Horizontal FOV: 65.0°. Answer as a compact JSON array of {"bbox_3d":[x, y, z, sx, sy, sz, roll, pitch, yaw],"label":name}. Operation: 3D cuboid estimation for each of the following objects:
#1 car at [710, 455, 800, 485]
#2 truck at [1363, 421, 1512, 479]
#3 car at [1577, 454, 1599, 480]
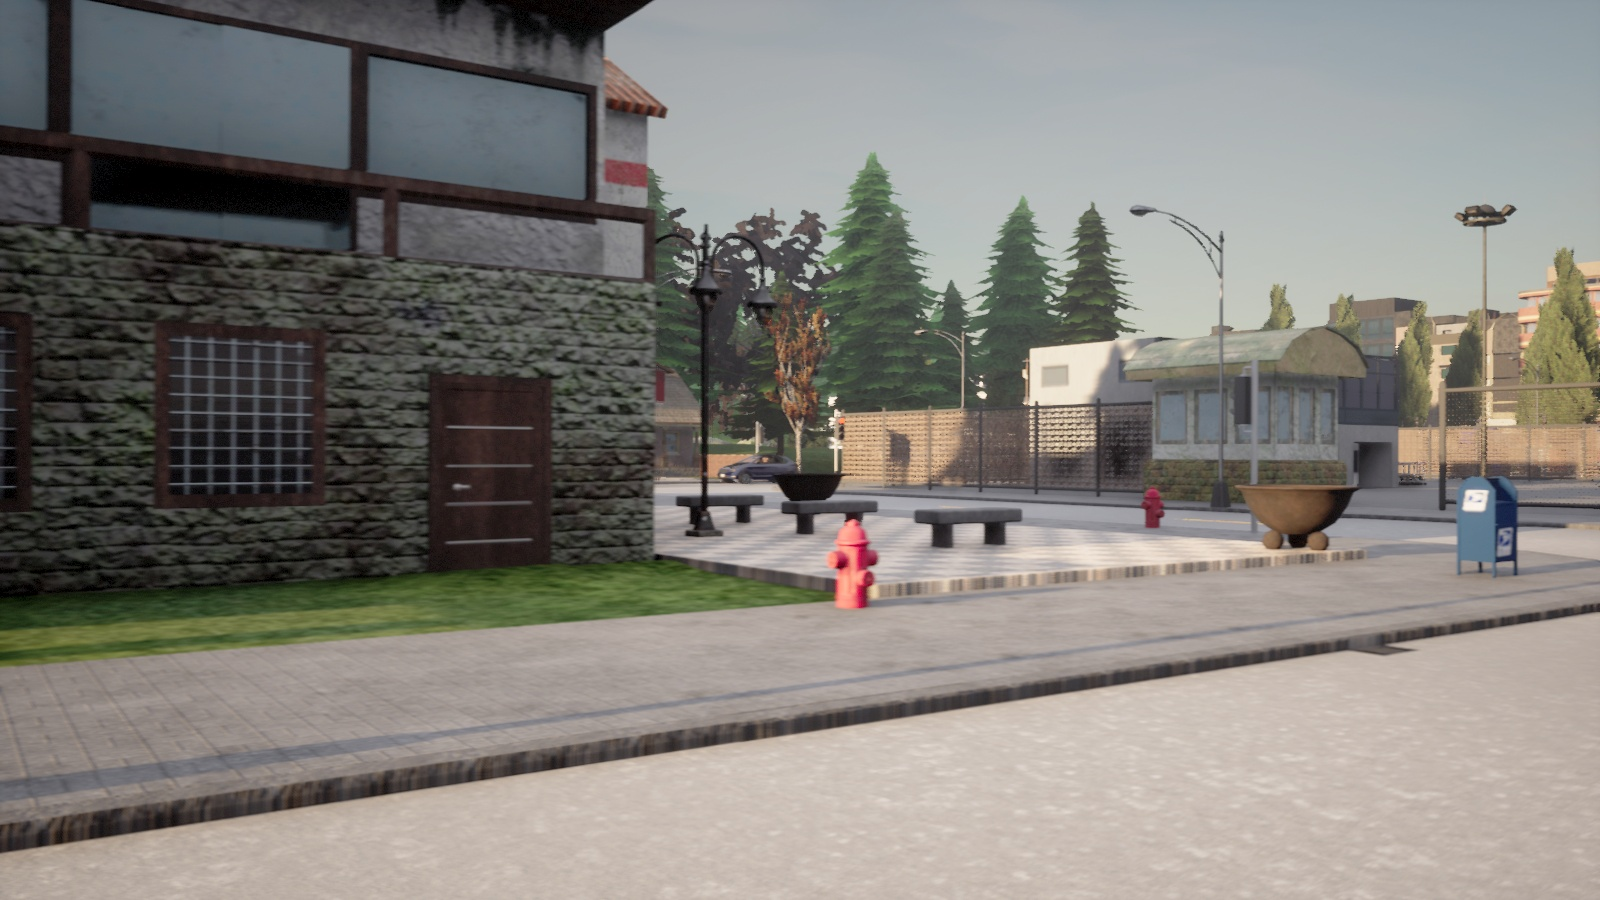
[{"bbox_3d":[-2.219,0.979,62.800,4.193,1.474,1.816,0,0,-35],"label":"car"},{"bbox_3d":[40.354,0.016,79.689,7.936,3.462,2.891,0,0,42],"label":"truck"},{"bbox_3d":[47.186,0.969,71.313,1.837,1.490,4.892,0,0,-35],"label":"car"}]
